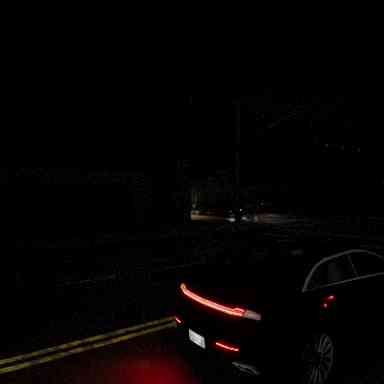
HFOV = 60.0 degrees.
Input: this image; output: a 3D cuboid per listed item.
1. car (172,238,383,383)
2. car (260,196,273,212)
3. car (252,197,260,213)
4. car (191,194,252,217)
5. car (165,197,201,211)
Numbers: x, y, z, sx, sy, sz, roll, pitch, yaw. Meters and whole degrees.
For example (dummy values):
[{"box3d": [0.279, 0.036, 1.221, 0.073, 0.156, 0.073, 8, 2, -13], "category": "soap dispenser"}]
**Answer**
[{"box3d": [2.031, 1.492, 5.279, 4.902, 1.511, 2.128, 0, 0, -35], "category": "car"}, {"box3d": [6.889, 1.352, 37.636, 2.097, 1.767, 4.553, 0, 0, -37], "category": "car"}, {"box3d": [4.325, 1.478, 34.869, 1.882, 1.535, 5.008, 0, 0, -37], "category": "car"}, {"box3d": [2.607, 1.221, 31.326, 2.150, 2.045, 5.566, 0, 0, -36], "category": "car"}, {"box3d": [-1.215, 1.492, 42.289, 2.128, 1.511, 4.902, 0, 0, -37], "category": "car"}]
